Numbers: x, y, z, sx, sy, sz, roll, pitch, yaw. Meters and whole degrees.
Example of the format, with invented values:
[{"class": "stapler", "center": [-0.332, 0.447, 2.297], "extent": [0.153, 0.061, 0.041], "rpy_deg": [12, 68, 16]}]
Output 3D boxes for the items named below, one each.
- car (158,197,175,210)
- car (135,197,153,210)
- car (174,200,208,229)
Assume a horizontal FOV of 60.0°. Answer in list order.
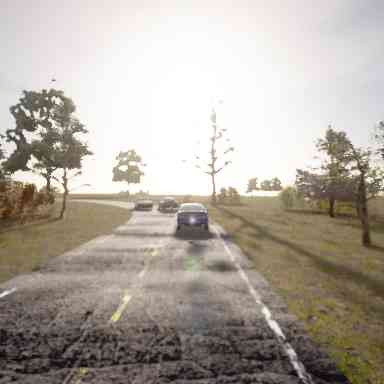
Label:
[{"class": "car", "center": [-3.039, 1.437, 41.066], "extent": [1.837, 1.490, 4.892], "rpy_deg": [1, 0, -15]}, {"class": "car", "center": [-5.976, 1.395, 41.265], "extent": [1.882, 1.535, 5.008], "rpy_deg": [0, 0, -15]}, {"class": "car", "center": [-0.039, 1.463, 21.534], "extent": [1.882, 1.535, 5.008], "rpy_deg": [0, 0, -2]}]
